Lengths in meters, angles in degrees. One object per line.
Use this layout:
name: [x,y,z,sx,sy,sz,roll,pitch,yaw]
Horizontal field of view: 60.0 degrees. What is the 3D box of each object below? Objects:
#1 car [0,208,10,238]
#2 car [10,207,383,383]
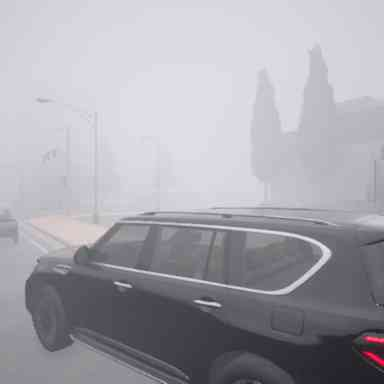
car: [-9.269,1.492,15.353,2.128,1.511,4.902,0,0,-35]
car: [-0.016,1.222,4.375,5.566,2.045,2.150,0,0,39]
